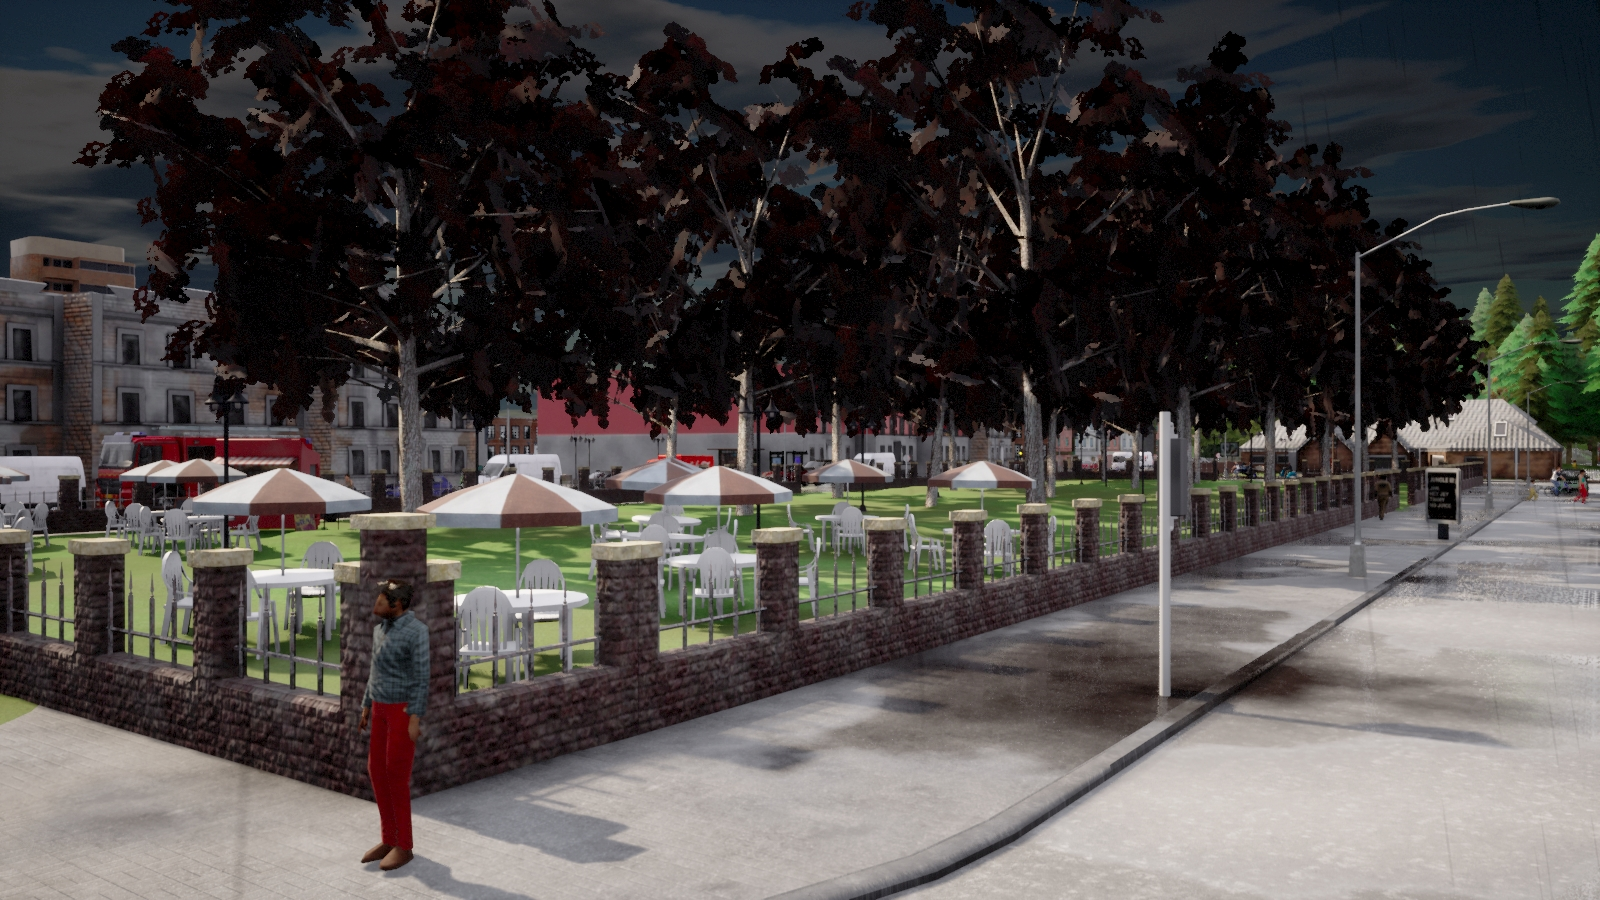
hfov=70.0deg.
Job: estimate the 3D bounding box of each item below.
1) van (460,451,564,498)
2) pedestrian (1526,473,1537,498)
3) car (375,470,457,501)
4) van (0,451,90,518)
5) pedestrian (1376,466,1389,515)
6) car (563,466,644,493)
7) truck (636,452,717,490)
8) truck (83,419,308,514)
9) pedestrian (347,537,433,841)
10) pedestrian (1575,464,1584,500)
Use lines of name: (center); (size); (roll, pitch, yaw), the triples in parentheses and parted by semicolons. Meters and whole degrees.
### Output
van: (-16.329, 1.314, 65.083); (1.988, 2.561, 5.915); (0, 0, 35)
pedestrian: (39.486, 1.908, 61.690); (0.375, 1.300, 0.375); (0, 0, -33)
car: (-20.045, 1.818, 59.739); (1.845, 1.501, 3.633); (0, 0, 35)
van: (-31.021, 1.314, 44.007); (1.988, 2.561, 5.915); (0, 0, 35)
pedestrian: (22.137, 1.525, 43.436); (0.375, 1.860, 0.375); (0, 0, 35)
car: (-12.166, 1.814, 71.050); (2.097, 1.535, 5.006); (0, 0, 35)
truck: (-8.233, 1.348, 76.671); (2.627, 2.467, 5.204); (0, 0, 35)
truck: (-26.598, 0.670, 50.778); (2.891, 3.827, 8.468); (0, 0, 35)
pedestrian: (-2.655, 1.517, 7.406); (0.375, 1.860, 0.375); (0, 0, 36)
pedestrian: (39.673, 1.628, 58.170); (0.375, 1.860, 0.375); (0, 0, 32)
